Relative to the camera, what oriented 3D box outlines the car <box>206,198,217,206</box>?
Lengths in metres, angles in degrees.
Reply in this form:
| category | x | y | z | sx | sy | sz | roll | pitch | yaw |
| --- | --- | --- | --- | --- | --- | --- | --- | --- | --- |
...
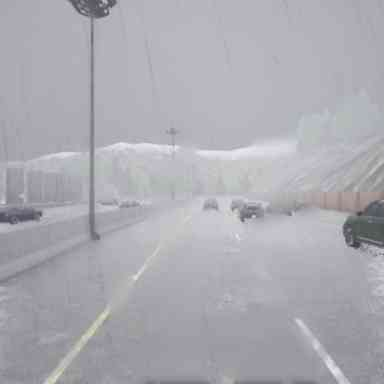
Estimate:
| category | x | y | z | sx | sy | sz | roll | pitch | yaw |
| --- | --- | --- | --- | --- | --- | --- | --- | --- | --- |
| car | 3.624 | 1.780 | 61.788 | 2.033 | 1.411 | 5.357 | 0 | 0 | 4 |

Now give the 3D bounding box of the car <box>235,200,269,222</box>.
| category | x | y | z | sx | sy | sz | roll | pitch | yaw |
| --- | --- | --- | --- | --- | --- | --- | --- | --- | --- |
| car | 4.839 | 1.608 | 27.490 | 1.837 | 1.490 | 4.892 | 0 | -1 | 4 |

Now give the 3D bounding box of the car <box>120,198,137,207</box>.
| category | x | y | z | sx | sy | sz | roll | pitch | yaw |
| --- | --- | --- | --- | --- | --- | --- | --- | --- | --- |
| car | -10.825 | 1.736 | 57.156 | 1.812 | 1.442 | 4.674 | 0 | 0 | 4 |

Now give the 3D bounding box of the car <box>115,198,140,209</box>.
| category | x | y | z | sx | sy | sz | roll | pitch | yaw |
| --- | --- | --- | --- | --- | --- | --- | --- | --- | --- |
| car | -8.233 | 1.725 | 43.845 | 1.994 | 1.385 | 4.181 | 0 | 0 | 4 |

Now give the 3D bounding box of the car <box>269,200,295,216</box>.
| category | x | y | z | sx | sy | sz | roll | pitch | yaw |
| --- | --- | --- | --- | --- | --- | --- | --- | --- | --- |
| car | 8.806 | 1.695 | 34.000 | 1.994 | 1.385 | 4.181 | 0 | 0 | 4 |

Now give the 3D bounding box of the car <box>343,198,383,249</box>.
| category | x | y | z | sx | sy | sz | roll | pitch | yaw |
| --- | --- | --- | --- | --- | --- | --- | --- | --- | --- |
| car | 7.483 | 1.269 | 11.926 | 2.150 | 2.045 | 5.566 | 0 | 0 | 2 |

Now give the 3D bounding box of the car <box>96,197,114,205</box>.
| category | x | y | z | sx | sy | sz | roll | pitch | yaw |
| --- | --- | --- | --- | --- | --- | --- | --- | --- | --- |
| car | -17.280 | 1.784 | 66.362 | 2.033 | 1.411 | 5.357 | 0 | 0 | 3 |

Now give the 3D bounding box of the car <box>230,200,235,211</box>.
| category | x | y | z | sx | sy | sz | roll | pitch | yaw |
| --- | --- | --- | --- | --- | --- | --- | --- | --- | --- |
| car | 5.963 | 1.711 | 43.178 | 2.033 | 1.411 | 5.357 | 0 | 0 | 4 |

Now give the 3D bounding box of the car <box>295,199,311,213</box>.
| category | x | y | z | sx | sy | sz | roll | pitch | yaw |
| --- | --- | --- | --- | --- | --- | --- | --- | --- | --- |
| car | 12.725 | 1.660 | 39.661 | 1.837 | 1.490 | 4.892 | 0 | 0 | 4 |

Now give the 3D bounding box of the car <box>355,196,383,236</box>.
| category | x | y | z | sx | sy | sz | roll | pitch | yaw |
| --- | --- | --- | --- | --- | --- | --- | --- | --- | --- |
| car | 11.282 | 1.294 | 18.241 | 2.150 | 2.045 | 5.566 | 0 | 0 | 3 |

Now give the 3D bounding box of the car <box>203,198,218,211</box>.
| category | x | y | z | sx | sy | sz | roll | pitch | yaw |
| --- | --- | --- | --- | --- | --- | --- | --- | --- | --- |
| car | 2.534 | 1.768 | 44.294 | 1.895 | 1.301 | 4.718 | 0 | 0 | 4 |

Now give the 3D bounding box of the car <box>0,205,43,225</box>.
| category | x | y | z | sx | sy | sz | roll | pitch | yaw |
| --- | --- | --- | --- | --- | --- | --- | --- | --- | --- |
| car | -13.088 | 1.689 | 24.696 | 1.895 | 1.301 | 4.718 | 0 | 0 | 4 |

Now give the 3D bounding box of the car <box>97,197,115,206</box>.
| category | x | y | z | sx | sy | sz | roll | pitch | yaw |
| --- | --- | --- | --- | --- | --- | --- | --- | --- | --- |
| car | -14.263 | 1.760 | 58.092 | 2.033 | 1.411 | 5.357 | 0 | 0 | 4 |
